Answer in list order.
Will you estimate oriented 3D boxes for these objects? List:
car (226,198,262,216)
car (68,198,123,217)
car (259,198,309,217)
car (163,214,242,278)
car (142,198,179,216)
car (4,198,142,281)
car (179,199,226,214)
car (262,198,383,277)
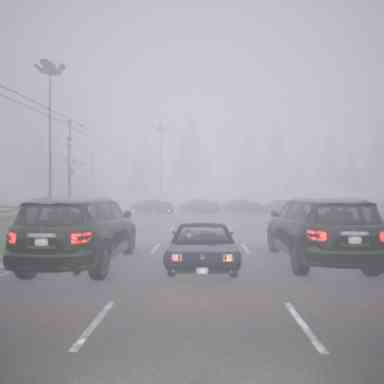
[{"bbox_3d":[4.505,1.383,31.317,1.837,1.490,4.892,1,0,-30],"label":"car"},{"bbox_3d":[-8.700,1.366,29.981,4.892,1.490,1.837,0,-2,30],"label":"car"},{"bbox_3d":[8.525,1.390,31.337,1.837,1.490,4.892,1,0,-25],"label":"car"},{"bbox_3d":[0.322,1.559,10.039,1.895,1.301,4.718,0,0,2],"label":"car"},{"bbox_3d":[-3.774,1.371,30.734,4.892,1.490,1.837,0,-2,45],"label":"car"},{"bbox_3d":[-3.185,1.175,9.911,2.150,2.045,5.566,0,0,2],"label":"car"},{"bbox_3d":[0.529,1.364,31.148,2.128,1.511,4.902,0,0,-35],"label":"car"},{"bbox_3d":[3.832,1.186,10.315,2.150,2.045,5.566,0,0,2],"label":"car"}]
